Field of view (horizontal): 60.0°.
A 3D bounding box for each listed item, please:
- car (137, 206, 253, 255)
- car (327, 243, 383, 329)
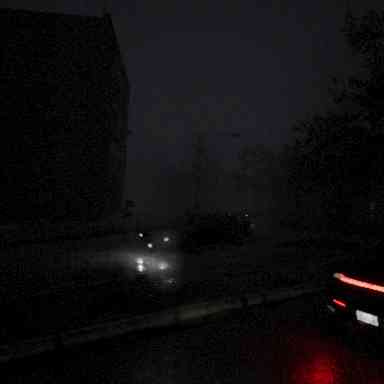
[{"bbox_3d":[0.372,1.519,13.594,2.033,1.411,5.357,1,0,44],"label":"car"},{"bbox_3d":[4.513,1.522,5.739,4.902,1.511,2.128,0,-1,-29],"label":"car"}]
